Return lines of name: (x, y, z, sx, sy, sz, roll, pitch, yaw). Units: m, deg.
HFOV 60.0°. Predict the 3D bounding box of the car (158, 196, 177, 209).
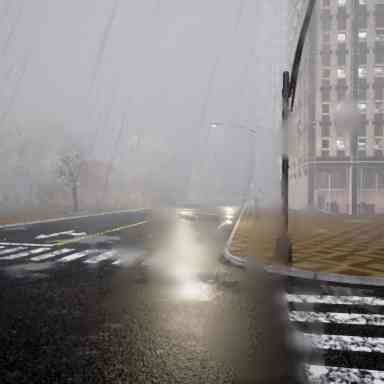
car: (-4.021, 1.681, 55.010, 2.150, 2.045, 5.566, 1, -1, 10)
